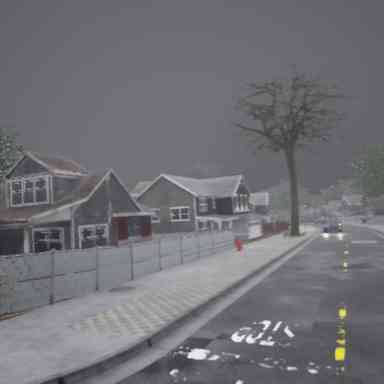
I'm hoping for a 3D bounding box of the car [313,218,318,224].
[{"bbox_3d":[32.882,7.619,86.660,1.837,1.490,4.892,-4,-6,8],"label":"car"}]

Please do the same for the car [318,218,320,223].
[{"bbox_3d":[31.111,6.787,76.738,1.882,1.535,5.008,-4,-6,10],"label":"car"}]

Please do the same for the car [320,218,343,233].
[{"bbox_3d":[17.728,4.154,41.908,2.097,1.767,4.553,-5,-6,22],"label":"car"}]
